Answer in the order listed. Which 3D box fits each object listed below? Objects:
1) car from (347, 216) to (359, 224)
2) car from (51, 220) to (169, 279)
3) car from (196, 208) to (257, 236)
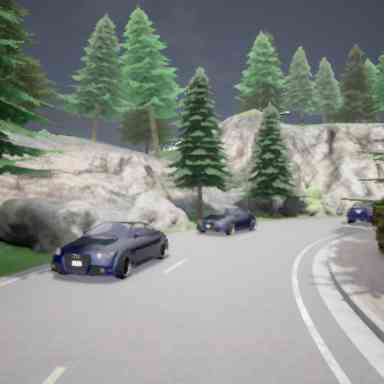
[{"bbox_3d":[13.387,1.406,24.067,4.553,1.767,2.097,0,0,-29],"label":"car"},{"bbox_3d":[-2.248,1.585,10.147,1.994,1.385,4.181,0,0,18],"label":"car"},{"bbox_3d":[2.054,1.605,18.992,1.994,1.385,4.181,0,0,38],"label":"car"}]
